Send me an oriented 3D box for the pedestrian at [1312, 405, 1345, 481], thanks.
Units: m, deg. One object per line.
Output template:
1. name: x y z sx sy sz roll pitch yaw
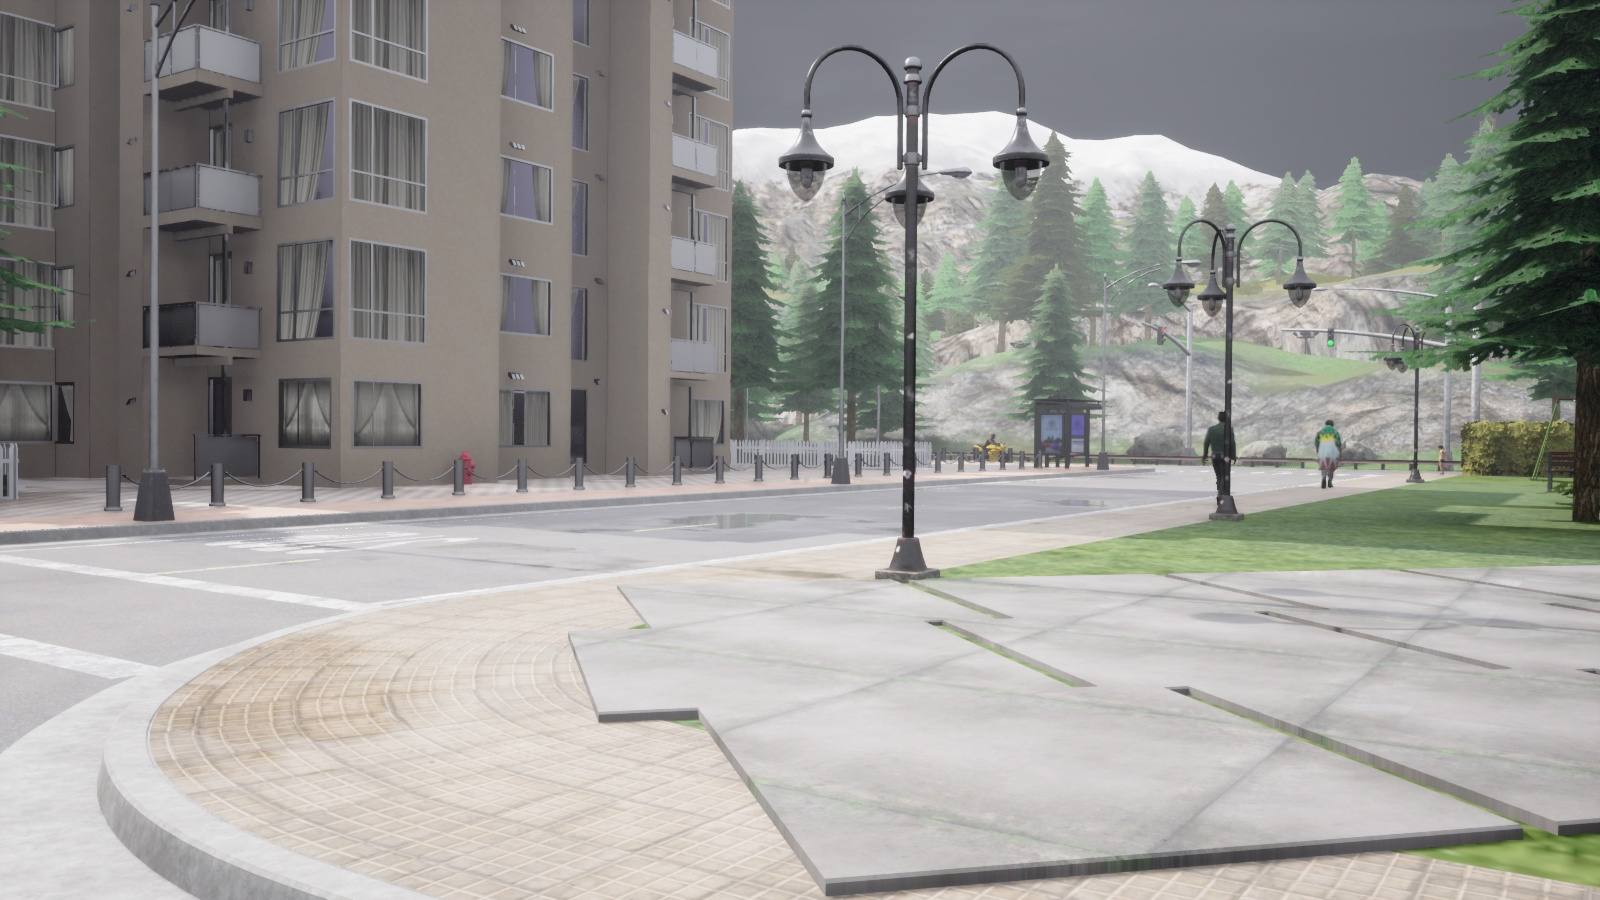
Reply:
1. pedestrian: 13.740 -0.193 32.637 0.659 1.952 0.873 0 1 33

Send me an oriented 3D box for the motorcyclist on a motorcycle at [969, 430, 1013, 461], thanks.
1. motorcyclist on a motorcycle: 9.526 -0.228 62.638 2.044 1.523 0.797 0 1 35

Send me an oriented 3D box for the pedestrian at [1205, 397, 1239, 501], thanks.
1. pedestrian: 8.110 -0.026 24.141 0.423 1.949 0.788 0 1 33
